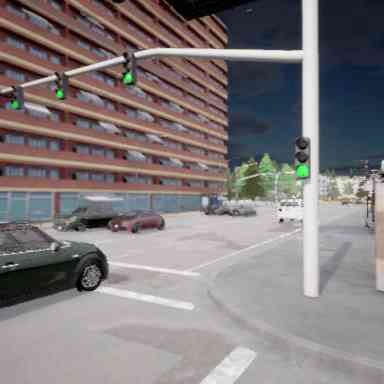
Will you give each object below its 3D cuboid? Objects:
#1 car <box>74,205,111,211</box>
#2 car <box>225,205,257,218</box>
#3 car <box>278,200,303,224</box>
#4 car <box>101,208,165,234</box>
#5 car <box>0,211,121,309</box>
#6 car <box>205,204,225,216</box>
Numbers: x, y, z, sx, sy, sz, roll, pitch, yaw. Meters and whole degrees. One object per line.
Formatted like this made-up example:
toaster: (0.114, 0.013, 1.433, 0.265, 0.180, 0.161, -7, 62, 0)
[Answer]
car: (-7.120, 1.700, 22.678, 2.097, 1.767, 4.553, 0, -1, 31)
car: (5.794, 2.156, 37.647, 1.994, 1.385, 4.181, 0, -1, 31)
car: (9.319, 1.718, 29.676, 2.150, 2.045, 5.566, 0, -1, 31)
car: (-3.562, 1.902, 21.818, 1.994, 1.385, 4.181, 0, -1, 31)
car: (-3.961, 1.460, 7.175, 2.097, 1.767, 4.553, 0, -1, 31)
car: (3.181, 2.191, 40.102, 1.994, 1.385, 4.181, 0, -1, 31)
